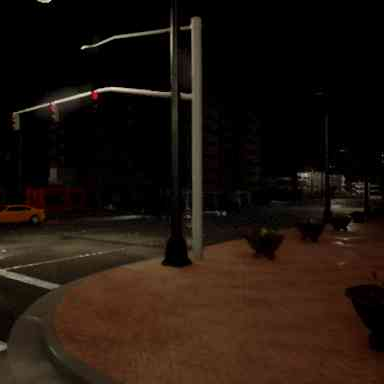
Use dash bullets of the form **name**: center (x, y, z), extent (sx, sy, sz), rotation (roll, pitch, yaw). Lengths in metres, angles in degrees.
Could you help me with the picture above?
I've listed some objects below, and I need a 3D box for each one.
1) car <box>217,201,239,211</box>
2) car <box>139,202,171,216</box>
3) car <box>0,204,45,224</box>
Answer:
- **car**: center (5.844, 2.250, 53.797), extent (2.128, 1.511, 4.902), rotation (0, -1, 35)
- **car**: center (-4.178, 1.983, 39.685), extent (2.128, 1.511, 4.902), rotation (0, -1, 35)
- **car**: center (-14.002, 1.744, 25.696), extent (1.882, 1.535, 5.008), rotation (0, -1, 35)
